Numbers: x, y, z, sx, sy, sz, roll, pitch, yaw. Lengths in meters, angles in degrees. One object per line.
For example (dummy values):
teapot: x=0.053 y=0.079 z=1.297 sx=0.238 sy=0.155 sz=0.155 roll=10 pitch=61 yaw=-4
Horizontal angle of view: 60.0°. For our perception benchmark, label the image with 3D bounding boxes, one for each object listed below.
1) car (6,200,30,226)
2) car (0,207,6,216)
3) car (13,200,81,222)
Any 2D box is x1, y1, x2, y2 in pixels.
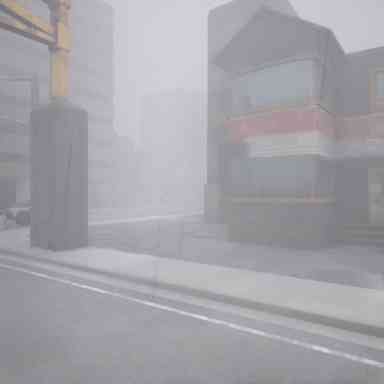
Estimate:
car: x=-9.766 y=1.398 z=22.767 sx=2.038 sy=1.542 sz=4.974 roll=0 pitch=0 yaw=15
car: x=-12.924 y=1.234 z=25.466 sx=4.536 sy=1.218 sz=1.853 roll=0 pitch=0 yaw=-30
car: x=-9.753 y=1.240 z=22.816 sx=1.853 sy=1.218 sz=4.536 roll=0 pitch=0 yaw=15
